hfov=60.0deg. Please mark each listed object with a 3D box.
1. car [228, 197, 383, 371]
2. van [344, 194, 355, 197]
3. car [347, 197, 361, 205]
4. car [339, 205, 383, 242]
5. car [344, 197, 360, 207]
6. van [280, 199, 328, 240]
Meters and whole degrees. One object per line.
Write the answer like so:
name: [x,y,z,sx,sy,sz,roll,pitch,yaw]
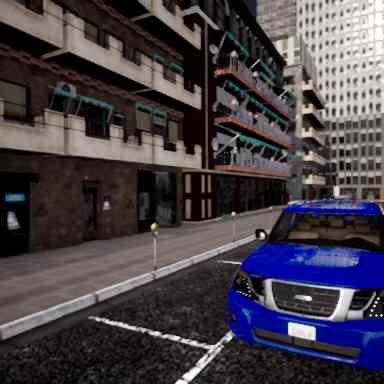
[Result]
car: [2.591,1.217,6.162,2.150,2.045,5.566,0,0,29]
van: [16.740,1.311,36.957,1.690,1.788,3.998,-1,0,29]
car: [27.461,1.493,56.393,1.887,1.381,4.507,-1,0,29]
car: [8.934,1.512,17.466,1.812,1.442,4.674,0,0,29]
car: [24.782,1.520,51.534,1.947,1.339,4.313,-1,0,29]
van: [6.021,1.329,17.521,1.690,1.788,3.998,-1,0,29]
